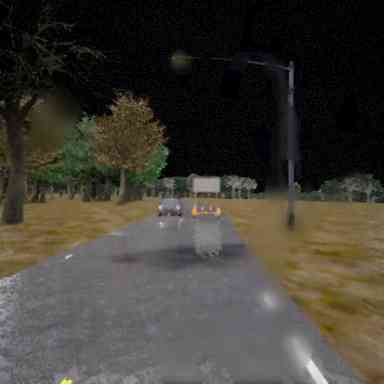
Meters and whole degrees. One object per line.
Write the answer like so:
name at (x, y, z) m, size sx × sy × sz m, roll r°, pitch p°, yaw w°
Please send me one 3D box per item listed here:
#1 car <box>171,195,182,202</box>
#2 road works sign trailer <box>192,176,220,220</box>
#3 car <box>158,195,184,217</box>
car at (-3.401, 1.439, 72.321) m, size 2.033 × 1.411 × 5.357 m, roll 0°, pitch 0°, yaw -6°
road works sign trailer at (1.216, 0.452, 28.348) m, size 2.380 × 3.560 × 2.880 m, roll 0°, pitch 0°, yaw 2°
car at (-1.891, 1.331, 30.793) m, size 2.097 × 1.767 × 4.553 m, roll 0°, pitch 0°, yaw 2°
